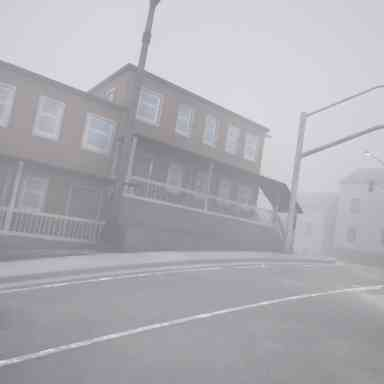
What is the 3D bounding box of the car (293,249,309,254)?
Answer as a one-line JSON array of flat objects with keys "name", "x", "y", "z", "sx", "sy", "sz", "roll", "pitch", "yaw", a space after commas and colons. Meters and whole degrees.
[{"name": "car", "x": 8.811, "y": 5.843, "z": 30.356, "sx": 2.128, "sy": 1.511, "sz": 4.902, "roll": 13, "pitch": -16, "yaw": -34}]
